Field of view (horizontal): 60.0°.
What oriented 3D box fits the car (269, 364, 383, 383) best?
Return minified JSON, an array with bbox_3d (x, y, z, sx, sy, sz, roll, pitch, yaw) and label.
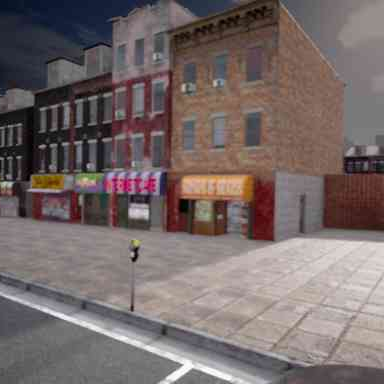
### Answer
[{"bbox_3d":[2.185,1.554,1.231,4.403,1.369,2.008,0,1,36],"label":"car"}]
